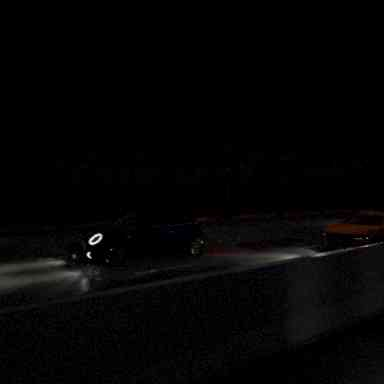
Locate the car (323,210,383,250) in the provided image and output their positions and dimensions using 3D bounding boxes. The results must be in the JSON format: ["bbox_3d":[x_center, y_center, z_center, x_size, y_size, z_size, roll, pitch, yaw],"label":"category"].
[{"bbox_3d":[7.344,1.526,13.528,5.008,1.535,1.882,0,0,-35],"label":"car"}]

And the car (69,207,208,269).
[{"bbox_3d":[-1.721,1.370,11.362,4.553,1.767,2.097,0,0,-35],"label":"car"}]
